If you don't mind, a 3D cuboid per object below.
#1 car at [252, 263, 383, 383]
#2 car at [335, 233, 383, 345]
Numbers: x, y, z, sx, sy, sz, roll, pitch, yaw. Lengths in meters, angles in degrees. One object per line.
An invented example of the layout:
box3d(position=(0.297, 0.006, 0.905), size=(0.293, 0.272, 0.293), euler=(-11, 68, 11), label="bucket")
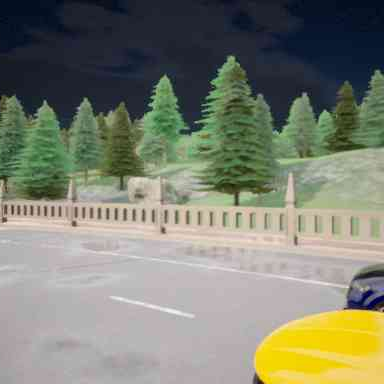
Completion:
box3d(position=(2.757, 1.467, 1.847), size=(5.008, 1.535, 1.882), euler=(0, 0, 36), label="car")
box3d(position=(4.543, 1.541, 4.840), size=(4.181, 1.385, 1.994), euler=(0, 0, 36), label="car")
